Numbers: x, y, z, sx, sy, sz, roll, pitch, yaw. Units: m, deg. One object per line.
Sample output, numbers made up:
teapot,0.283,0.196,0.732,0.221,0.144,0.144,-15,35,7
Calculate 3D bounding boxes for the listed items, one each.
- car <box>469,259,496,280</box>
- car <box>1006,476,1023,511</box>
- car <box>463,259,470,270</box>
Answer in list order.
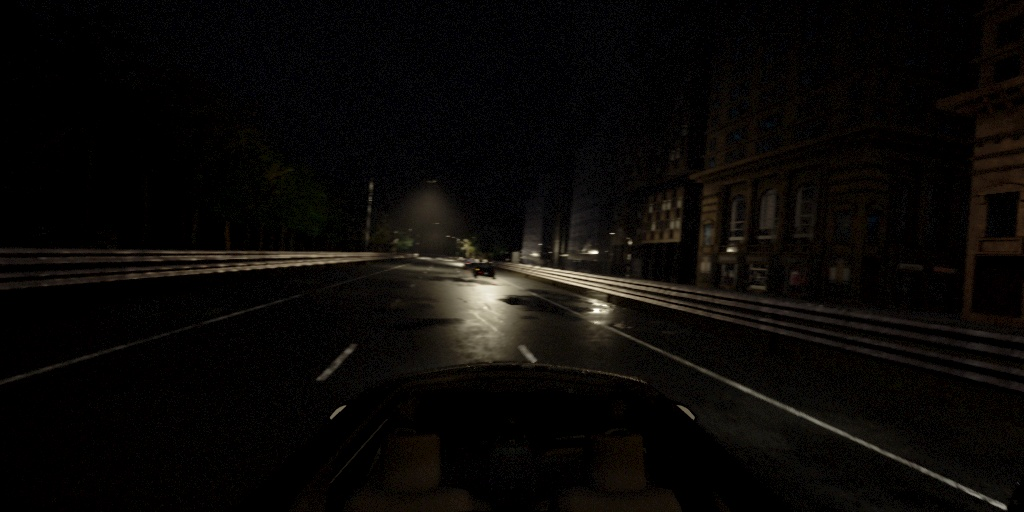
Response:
car,-2.652,1.323,33.126,1.812,1.442,4.674,5,0,-11
car,4.738,1.473,0.600,2.097,1.767,4.553,5,0,-11
car,-5.714,1.198,48.954,2.128,1.511,4.902,5,-1,-10
